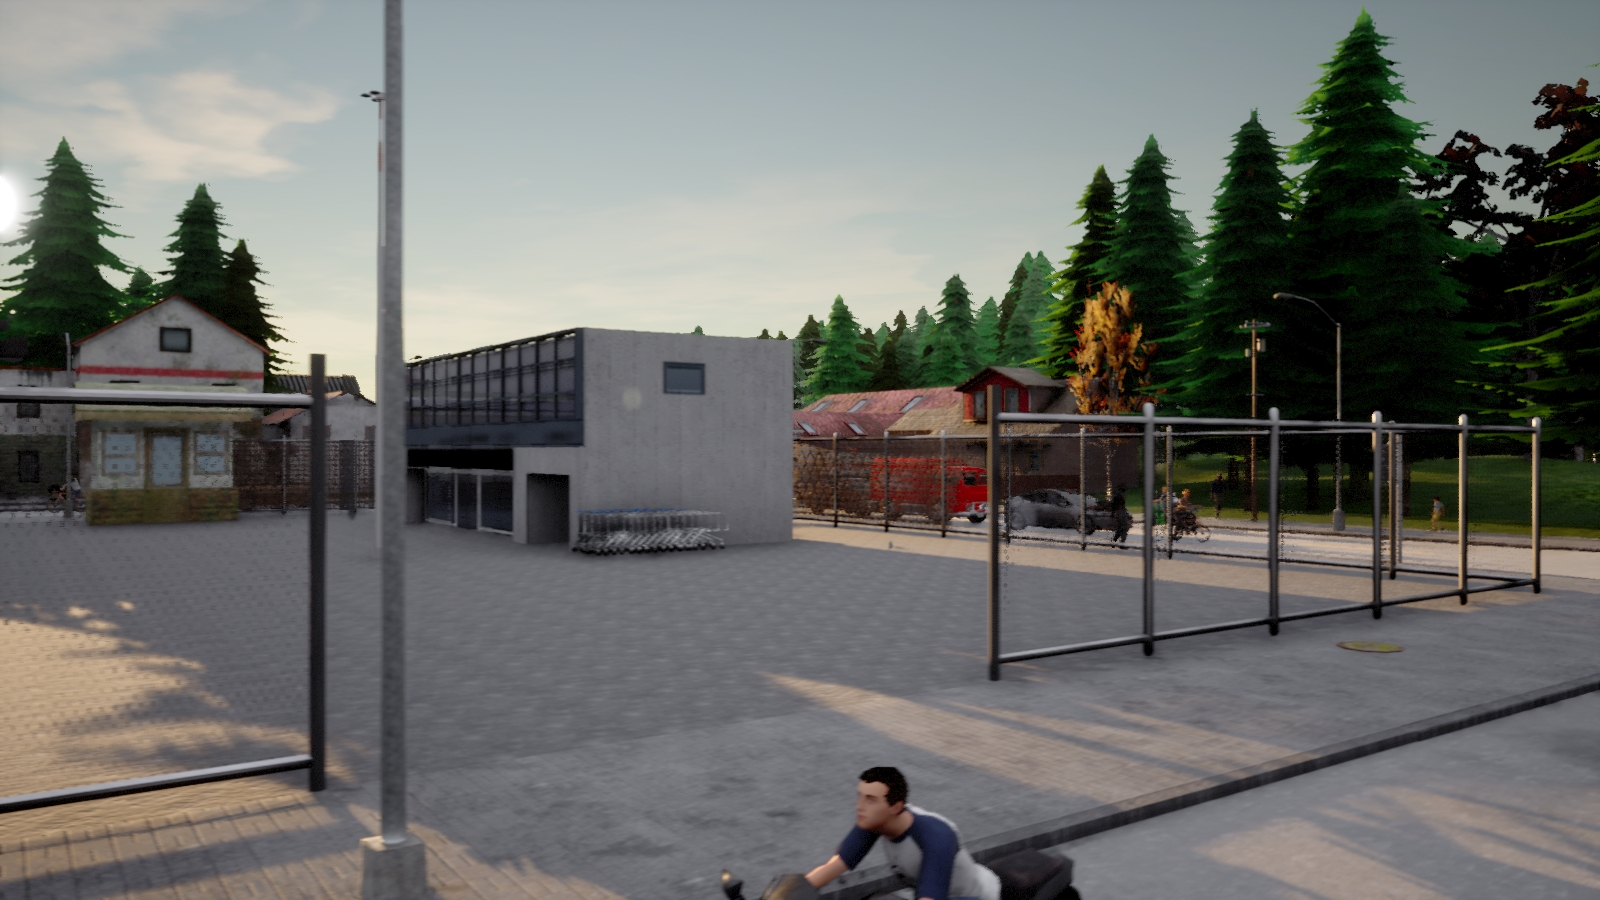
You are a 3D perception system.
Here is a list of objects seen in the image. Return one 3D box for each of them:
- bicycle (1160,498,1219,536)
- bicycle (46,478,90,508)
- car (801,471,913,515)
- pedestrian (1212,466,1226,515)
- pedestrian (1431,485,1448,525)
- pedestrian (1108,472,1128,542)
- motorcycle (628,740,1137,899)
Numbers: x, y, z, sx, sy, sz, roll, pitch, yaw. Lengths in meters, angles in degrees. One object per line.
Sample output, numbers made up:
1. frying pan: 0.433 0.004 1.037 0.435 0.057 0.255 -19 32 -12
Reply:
1. bicycle: 11.892 2.036 34.893 0.859 1.080 1.487 0 0 -35
2. bicycle: -32.999 1.936 51.502 1.643 1.296 0.373 0 0 -35
3. car: 2.365 1.775 48.622 2.152 1.651 5.027 0 0 -34
4. pedestrian: 15.976 1.524 43.568 0.375 1.860 0.375 0 0 3
5. pedestrian: 21.020 1.805 37.565 0.375 1.300 0.375 0 0 -39
6. pedestrian: 8.491 1.516 30.521 0.375 1.860 0.375 0 0 -35
7. motorcycle: 0.395 1.993 4.694 2.033 1.145 0.803 0 0 -35
